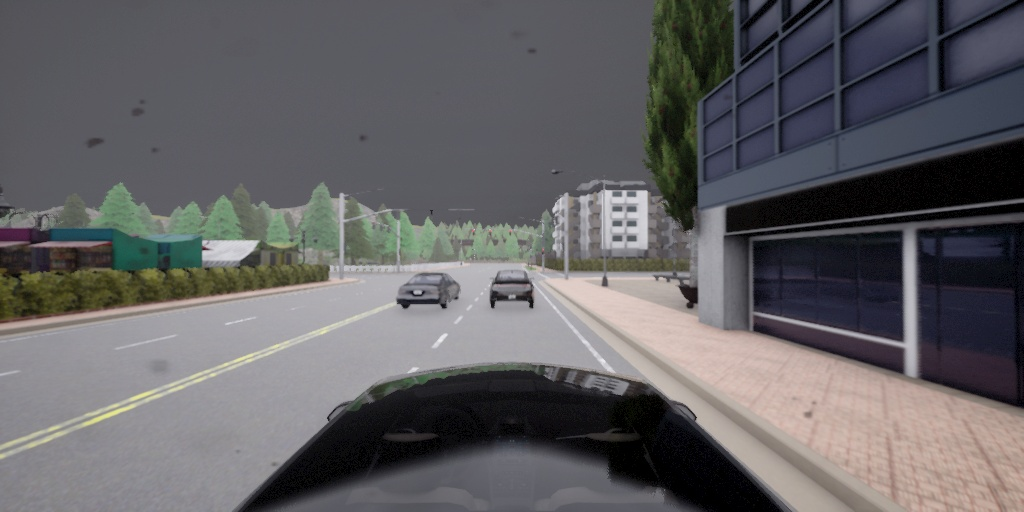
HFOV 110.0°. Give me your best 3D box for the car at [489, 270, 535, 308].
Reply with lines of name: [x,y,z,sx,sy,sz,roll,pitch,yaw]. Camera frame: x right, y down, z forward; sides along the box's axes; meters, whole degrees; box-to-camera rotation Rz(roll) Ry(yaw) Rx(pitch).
car: [0.003,1.375,16.146,2.128,1.511,4.902,0,0,0]

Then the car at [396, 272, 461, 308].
car: [-3.500,1.427,15.833,2.033,1.411,5.357,0,0,0]
